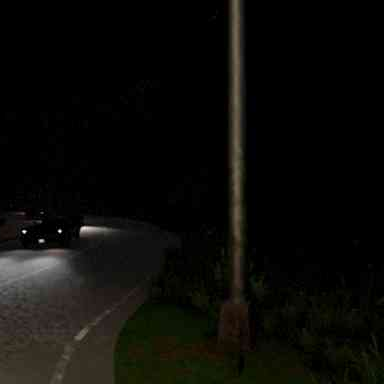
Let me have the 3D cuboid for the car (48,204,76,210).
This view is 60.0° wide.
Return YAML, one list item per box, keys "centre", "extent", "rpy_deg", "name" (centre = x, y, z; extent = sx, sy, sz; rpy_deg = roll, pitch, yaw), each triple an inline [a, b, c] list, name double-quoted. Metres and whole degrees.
- centre: [-9.733, 1.890, 25.885]
  extent: [1.994, 1.385, 4.181]
  rpy_deg: [0, -1, -29]
  name: "car"

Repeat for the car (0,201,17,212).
- centre: [-27.272, 2.004, 47.534]
  extent: [4.553, 1.767, 2.097]
  rpy_deg: [-1, -1, 23]
  name: "car"

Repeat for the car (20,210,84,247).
- centre: [-6.756, 1.800, 16.353]
  extent: [1.895, 1.301, 4.718]
  rpy_deg: [0, -1, -9]
  name: "car"

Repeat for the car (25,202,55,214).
- centre: [-15.704, 1.954, 34.259]
  extent: [1.837, 1.490, 4.892]
  rpy_deg: [0, -1, -42]
  name: "car"

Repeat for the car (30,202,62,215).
- centre: [-18.555, 2.060, 42.161]
  extent: [4.892, 1.490, 1.837]
  rpy_deg: [-1, -1, 42]
  name: "car"
